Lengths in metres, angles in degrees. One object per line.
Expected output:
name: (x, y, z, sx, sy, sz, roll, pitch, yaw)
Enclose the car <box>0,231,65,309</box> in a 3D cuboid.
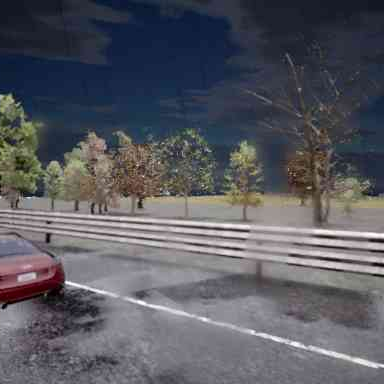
car: (-4.731, 1.577, 7.455, 4.181, 1.385, 1.994, 0, 0, 36)
